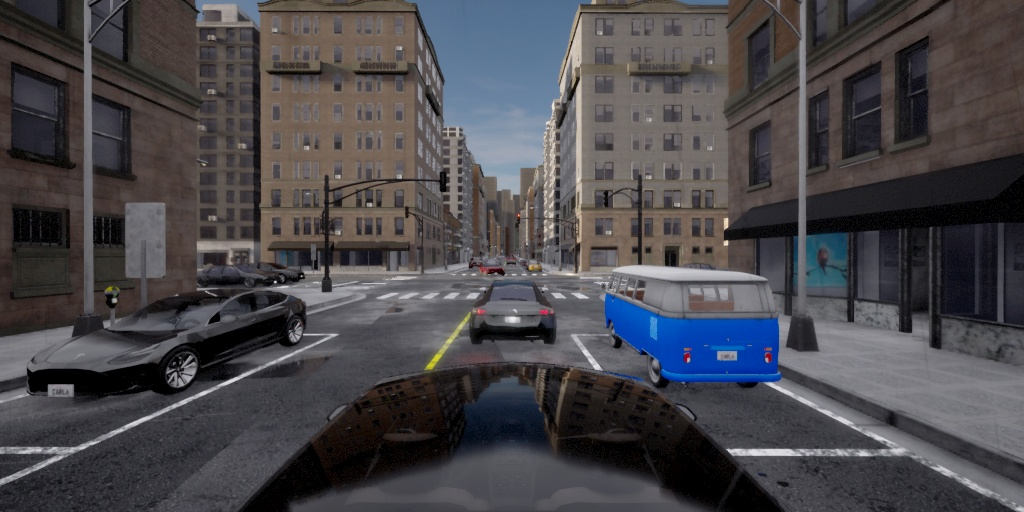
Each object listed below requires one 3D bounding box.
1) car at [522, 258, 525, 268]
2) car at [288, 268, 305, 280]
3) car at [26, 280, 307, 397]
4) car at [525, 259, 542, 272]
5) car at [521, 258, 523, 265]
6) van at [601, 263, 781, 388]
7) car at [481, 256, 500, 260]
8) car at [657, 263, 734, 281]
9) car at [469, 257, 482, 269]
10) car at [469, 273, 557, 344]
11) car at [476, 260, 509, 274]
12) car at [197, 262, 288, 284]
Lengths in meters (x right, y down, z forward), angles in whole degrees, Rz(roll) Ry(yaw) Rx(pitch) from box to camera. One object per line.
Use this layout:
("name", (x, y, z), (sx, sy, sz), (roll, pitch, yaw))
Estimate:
("car", (2.890, 1.179, 51.344), (1.967, 1.591, 4.097), (0, 0, 0))
("car", (-17.860, 1.230, 26.316), (4.892, 1.490, 1.837), (0, 0, 0))
("car", (-5.641, 1.315, 6.674), (1.948, 1.339, 4.313), (0, 0, 0))
("car", (2.929, 1.267, 45.988), (1.751, 1.417, 4.829), (0, 0, 0))
("car", (2.849, 1.286, 56.870), (2.007, 1.370, 4.403), (0, 0, 0))
("van", (2.884, 1.090, 6.628), (1.690, 1.789, 3.998), (0, 0, 0))
("car", (-3.063, 1.217, 51.197), (1.882, 1.535, 5.008), (0, 1, 0))
("car", (15.233, 1.289, 29.941), (5.357, 1.411, 2.033), (0, 0, 0))
("car", (-5.676, 1.050, 56.809), (2.192, 1.841, 5.009), (0, 0, 0))
("car", (0.046, 1.314, 9.553), (1.994, 1.385, 4.181), (0, 0, 1))
("car", (-2.017, 1.336, 35.318), (1.895, 1.301, 4.718), (0, 0, -14))
("car", (-17.890, 1.282, 23.065), (5.357, 1.411, 2.033), (0, 0, 0))
